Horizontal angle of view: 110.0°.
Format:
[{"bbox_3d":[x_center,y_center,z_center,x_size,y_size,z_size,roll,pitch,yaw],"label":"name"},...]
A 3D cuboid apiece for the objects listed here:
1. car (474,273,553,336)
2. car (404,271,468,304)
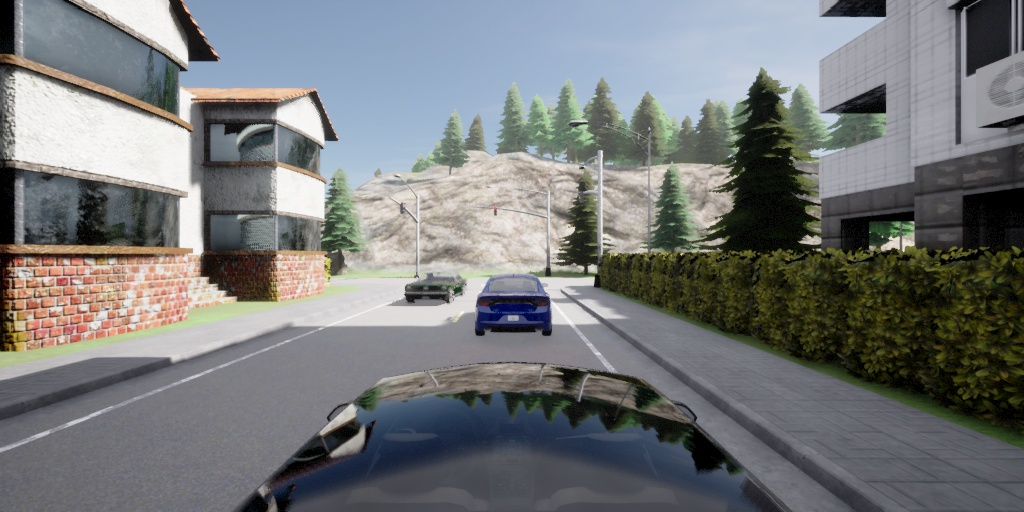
[{"bbox_3d":[0.049,1.228,10.431,1.882,1.535,5.008,0,0,0],"label":"car"},{"bbox_3d":[-3.323,1.351,16.408,1.895,1.301,4.718,0,0,2],"label":"car"}]
